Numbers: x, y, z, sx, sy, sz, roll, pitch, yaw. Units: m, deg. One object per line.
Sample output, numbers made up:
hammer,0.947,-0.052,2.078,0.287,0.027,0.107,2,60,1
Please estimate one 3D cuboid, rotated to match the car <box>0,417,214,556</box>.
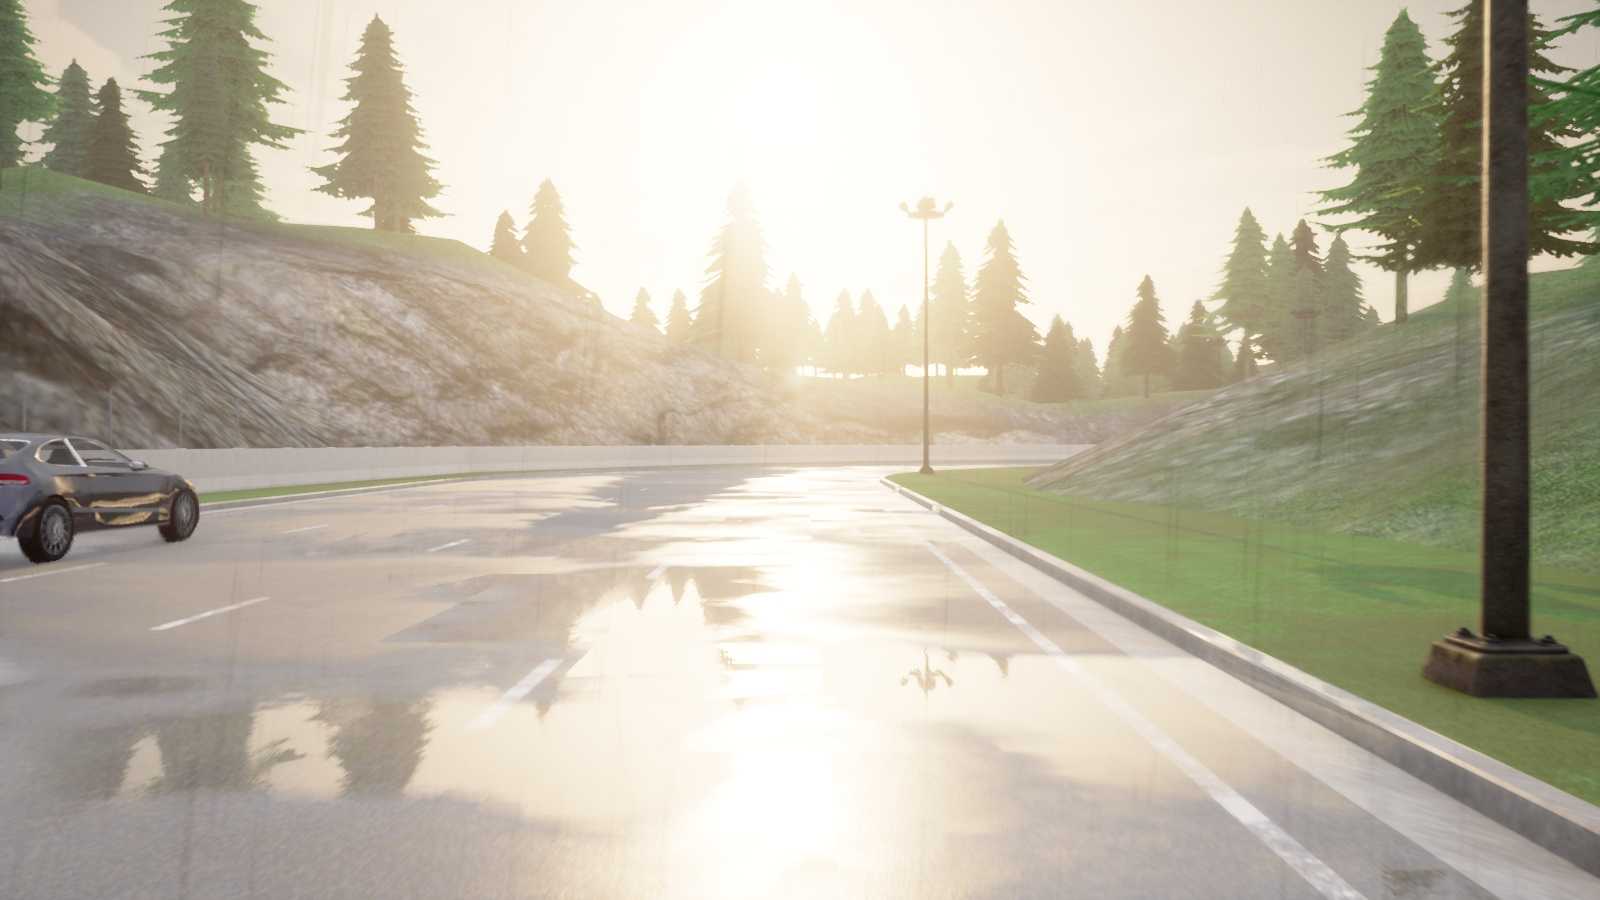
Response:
car,-10.386,0.419,17.412,2.152,1.651,5.027,0,0,0
